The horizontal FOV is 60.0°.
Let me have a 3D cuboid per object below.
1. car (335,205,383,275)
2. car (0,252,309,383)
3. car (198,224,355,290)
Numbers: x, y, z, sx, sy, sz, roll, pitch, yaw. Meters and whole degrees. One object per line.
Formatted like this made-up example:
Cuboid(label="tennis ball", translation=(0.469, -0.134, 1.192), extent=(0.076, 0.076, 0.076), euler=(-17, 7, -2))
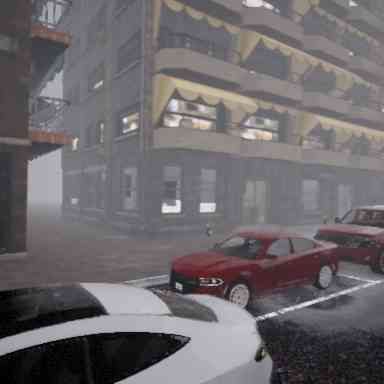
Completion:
Cuboid(label="car", translation=(6.116, 1.375, 10.910), extent=(5.009, 1.841, 2.192), euler=(0, 1, -36))
Cuboid(label="car", translation=(-1.397, 1.527, 2.382), extent=(4.674, 1.442, 1.812), euler=(0, 0, -36))
Cuboid(label="car", translation=(1.582, 1.575, 7.677), extent=(4.507, 1.381, 1.887), euler=(0, 1, -36))
